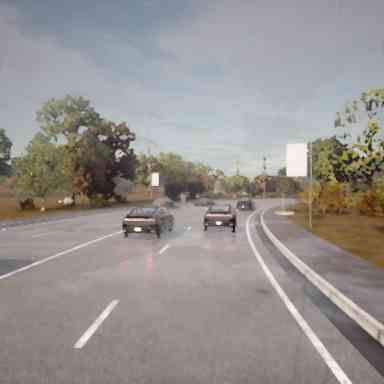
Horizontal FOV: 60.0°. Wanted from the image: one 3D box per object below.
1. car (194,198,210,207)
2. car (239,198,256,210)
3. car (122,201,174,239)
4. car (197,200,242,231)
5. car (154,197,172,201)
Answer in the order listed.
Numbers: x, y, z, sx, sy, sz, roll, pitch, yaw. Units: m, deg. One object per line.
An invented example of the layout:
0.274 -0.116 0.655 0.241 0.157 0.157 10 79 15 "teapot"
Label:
1.719 1.504 49.246 1.994 1.385 4.181 0 0 20 "car"
6.797 1.481 41.871 1.837 1.490 4.892 0 0 17 "car"
-2.149 1.463 17.319 2.128 1.511 4.902 0 0 7 "car"
1.815 1.474 20.453 2.128 1.511 4.902 0 0 9 "car"
-3.843 1.448 43.623 1.812 1.442 4.674 0 0 17 "car"
